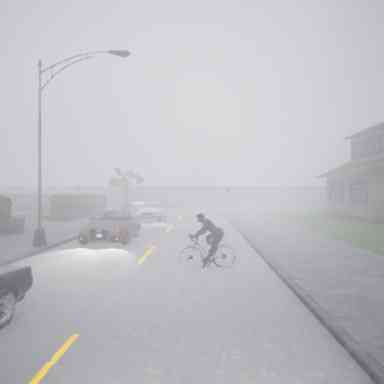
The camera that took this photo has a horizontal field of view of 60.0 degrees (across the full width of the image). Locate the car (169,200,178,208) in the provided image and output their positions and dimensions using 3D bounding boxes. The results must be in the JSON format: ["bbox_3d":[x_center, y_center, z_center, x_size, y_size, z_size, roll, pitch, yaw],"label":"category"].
[{"bbox_3d":[-4.369,1.599,45.919,4.718,1.301,1.895,0,0,33],"label":"car"}]

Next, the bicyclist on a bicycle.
[{"bbox_3d":[0.431,1.439,9.692,1.656,1.620,0.582,-2,0,1],"label":"bicyclist on a bicycle"}]

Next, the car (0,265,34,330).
[{"bbox_3d":[-4.013,1.601,4.120,1.895,1.301,4.718,0,0,2],"label":"car"}]

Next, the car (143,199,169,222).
[{"bbox_3d":[-3.198,1.525,26.826,1.812,1.442,4.674,0,0,2],"label":"car"}]

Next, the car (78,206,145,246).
[{"bbox_3d":[-3.649,1.564,15.282,1.994,1.385,4.181,0,0,2],"label":"car"}]
